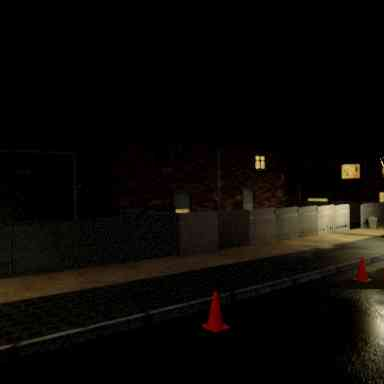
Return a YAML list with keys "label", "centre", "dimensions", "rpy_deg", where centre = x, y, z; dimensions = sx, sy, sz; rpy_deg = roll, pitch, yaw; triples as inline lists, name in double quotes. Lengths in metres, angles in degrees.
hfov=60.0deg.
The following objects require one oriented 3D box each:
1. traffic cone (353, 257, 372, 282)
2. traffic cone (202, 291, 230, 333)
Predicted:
- label: "traffic cone"
  centre: [4.345, 1.952, 8.497]
  dimensions: [0.340, 0.580, 0.340]
  rpy_deg: [0, 0, -38]
- label: "traffic cone"
  centre: [0.393, 1.954, 5.531]
  dimensions: [0.340, 0.580, 0.340]
  rpy_deg: [0, 0, -36]
